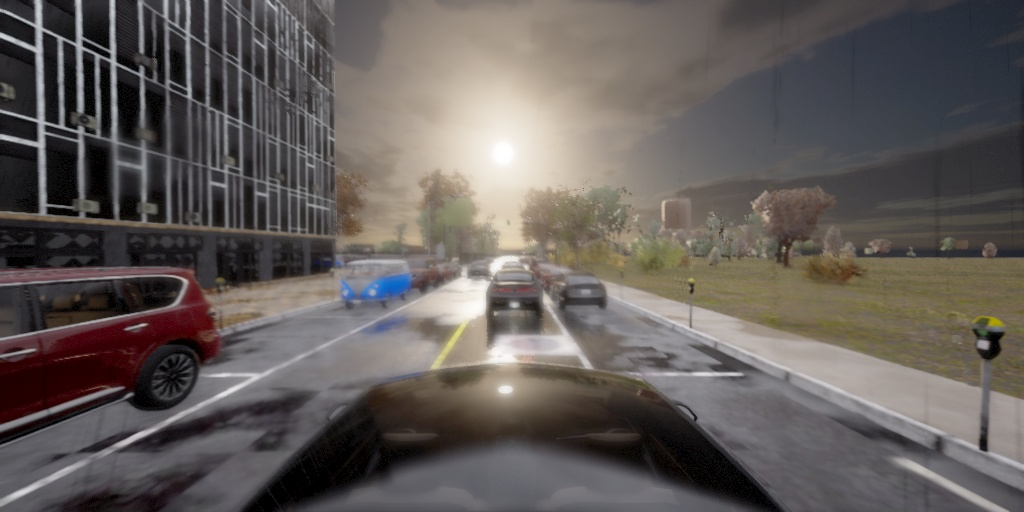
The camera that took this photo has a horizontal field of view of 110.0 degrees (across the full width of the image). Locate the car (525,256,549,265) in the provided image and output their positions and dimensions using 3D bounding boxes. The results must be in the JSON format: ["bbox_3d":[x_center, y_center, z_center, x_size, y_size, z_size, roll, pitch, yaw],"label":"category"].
[{"bbox_3d":[2.704,0.946,35.377,2.192,1.841,5.009,0,0,0],"label":"car"}]

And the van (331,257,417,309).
[{"bbox_3d":[-5.312,1.044,14.400,1.690,1.789,3.998,0,0,0],"label":"van"}]

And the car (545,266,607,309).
[{"bbox_3d":[2.569,1.268,14.440,1.948,1.339,4.313,0,0,0],"label":"car"}]

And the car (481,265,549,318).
[{"bbox_3d":[0.086,1.210,12.892,1.837,1.490,4.892,0,-1,0],"label":"car"}]

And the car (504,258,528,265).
[{"bbox_3d":[0.097,1.130,29.171,1.882,1.535,5.008,0,0,0],"label":"car"}]

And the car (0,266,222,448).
[{"bbox_3d":[-5.315,1.059,3.305,2.192,1.841,5.009,0,0,0],"label":"car"}]

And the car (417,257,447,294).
[{"bbox_3d":[-5.310,0.999,19.948,2.192,1.841,5.009,0,0,0],"label":"car"}]

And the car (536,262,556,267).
[{"bbox_3d":[2.570,1.228,19.980,1.888,1.381,4.507,0,0,0],"label":"car"}]

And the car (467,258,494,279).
[{"bbox_3d":[-2.827,1.150,31.509,1.837,1.490,4.892,0,0,0],"label":"car"}]

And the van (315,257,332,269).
[{"bbox_3d":[-25.808,1.022,51.146,3.998,1.789,1.690,0,0,-1],"label":"van"}]

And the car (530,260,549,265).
[{"bbox_3d":[2.588,1.205,26.740,1.888,1.381,4.507,0,0,0],"label":"car"}]

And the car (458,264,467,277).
[{"bbox_3d":[-5.379,1.212,31.039,1.948,1.339,4.313,0,0,0],"label":"car"}]

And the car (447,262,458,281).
[{"bbox_3d":[-5.309,1.210,25.495,1.888,1.381,4.507,0,0,0],"label":"car"}]
